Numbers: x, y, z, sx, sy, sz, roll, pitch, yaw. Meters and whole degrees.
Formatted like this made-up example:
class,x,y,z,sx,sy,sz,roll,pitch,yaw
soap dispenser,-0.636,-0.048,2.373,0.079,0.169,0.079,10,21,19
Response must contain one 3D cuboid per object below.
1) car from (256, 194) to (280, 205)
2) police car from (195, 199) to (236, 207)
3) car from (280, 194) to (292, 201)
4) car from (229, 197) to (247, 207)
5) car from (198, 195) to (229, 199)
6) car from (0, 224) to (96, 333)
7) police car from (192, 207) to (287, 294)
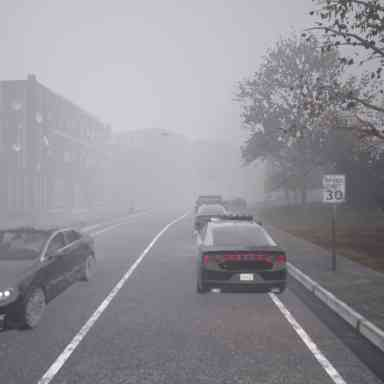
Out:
class,x,y,z,sx,sy,sz,roll,pitch,yaw
car,12.260,1.318,55.295,1.812,1.442,4.674,-1,1,40
police car,1.102,1.432,18.907,1.930,1.638,5.238,0,0,1
car,17.957,1.141,66.483,4.674,1.442,1.812,-2,0,-32
car,5.937,1.414,45.014,1.882,1.535,5.008,0,0,28
car,1.388,1.231,24.655,2.150,2.045,5.566,0,0,5
car,-3.457,1.494,6.953,2.128,1.511,4.902,0,0,0
police car,1.051,1.429,8.970,1.930,1.638,5.238,0,0,0
